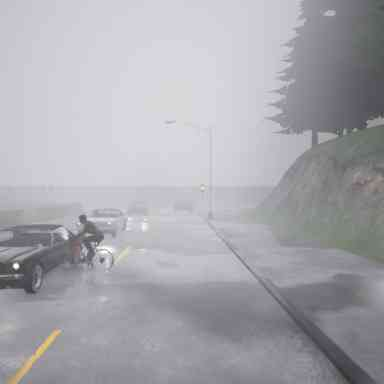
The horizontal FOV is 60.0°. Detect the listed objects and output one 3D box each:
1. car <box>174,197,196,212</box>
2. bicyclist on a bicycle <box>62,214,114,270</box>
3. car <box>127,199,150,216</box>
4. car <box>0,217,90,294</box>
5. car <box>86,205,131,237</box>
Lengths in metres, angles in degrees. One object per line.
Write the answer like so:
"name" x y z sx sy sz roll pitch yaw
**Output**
"car" -0.756 1.352 38.561 2.097 1.767 4.553 0 0 7
"bicyclist on a bicycle" -3.053 1.488 9.624 1.656 1.620 0.582 4 0 -3
"car" -5.282 1.510 33.110 1.837 1.490 4.892 0 0 -2
"car" -4.404 1.597 8.908 1.895 1.301 4.718 0 0 -2
"car" -4.766 1.601 18.121 1.895 1.301 4.718 0 0 -2
